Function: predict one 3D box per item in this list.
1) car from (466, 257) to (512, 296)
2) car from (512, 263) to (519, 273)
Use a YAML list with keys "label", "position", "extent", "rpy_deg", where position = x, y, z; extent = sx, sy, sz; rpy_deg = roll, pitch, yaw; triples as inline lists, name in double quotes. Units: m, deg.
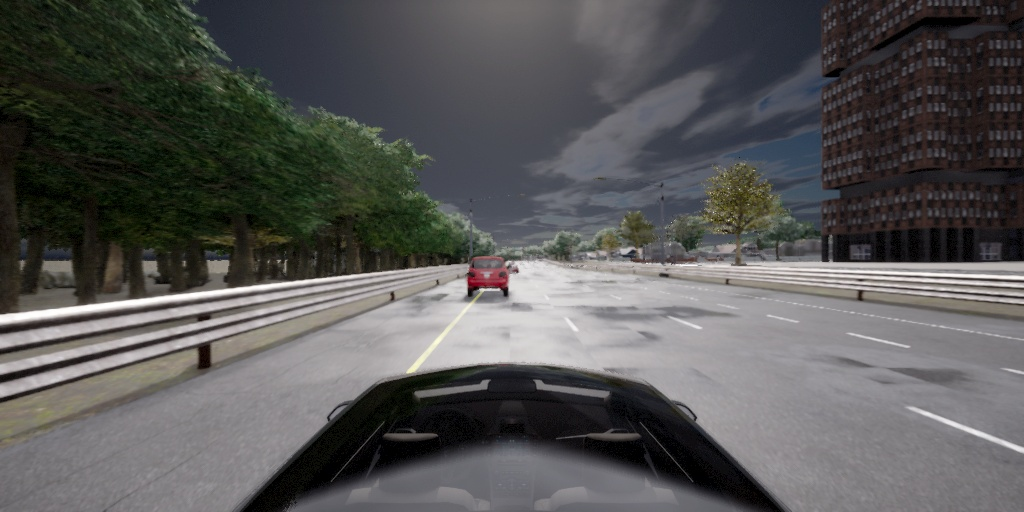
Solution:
- label: "car"
  position: [-1.231, 1.071, 20.146]
  extent: [2.150, 2.045, 5.566]
  rpy_deg: [0, -1, 0]
- label: "car"
  position: [0.070, 1.948, 57.098]
  extent: [1.994, 1.385, 4.181]
  rpy_deg: [0, -1, 0]
